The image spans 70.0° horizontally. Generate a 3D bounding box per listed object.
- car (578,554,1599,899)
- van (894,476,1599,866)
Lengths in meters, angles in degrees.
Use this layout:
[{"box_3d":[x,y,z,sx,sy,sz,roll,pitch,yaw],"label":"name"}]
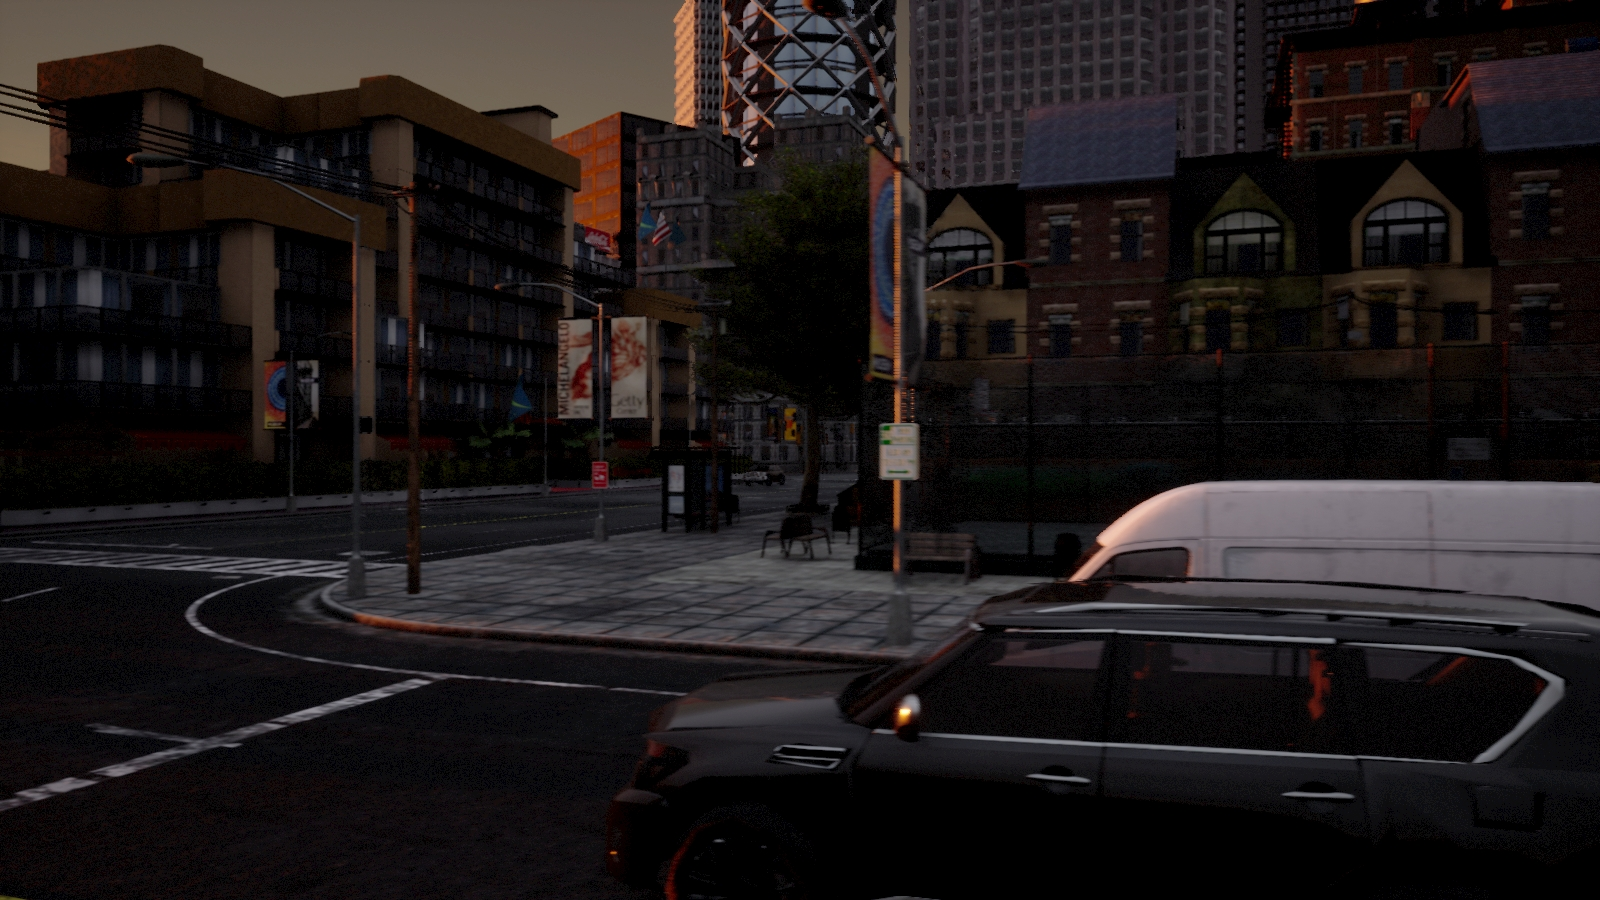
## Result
[{"box_3d":[1.749,1.779,6.383,5.566,2.045,2.150,0,0,20],"label":"car"},{"box_3d":[3.890,1.534,9.330,5.915,2.561,1.988,0,0,20],"label":"van"}]
